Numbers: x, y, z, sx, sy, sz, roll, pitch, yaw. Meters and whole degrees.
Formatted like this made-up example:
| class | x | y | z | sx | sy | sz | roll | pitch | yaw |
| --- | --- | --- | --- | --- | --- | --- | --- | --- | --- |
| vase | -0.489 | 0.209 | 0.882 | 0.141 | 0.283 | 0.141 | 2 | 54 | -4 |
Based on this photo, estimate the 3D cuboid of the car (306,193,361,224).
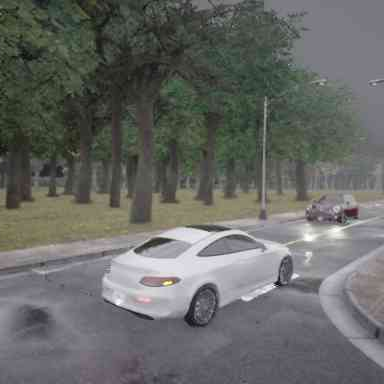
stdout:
| class | x | y | z | sx | sy | sz | roll | pitch | yaw |
| --- | --- | --- | --- | --- | --- | --- | --- | --- | --- |
| car | 8.880 | 0.925 | 20.813 | 2.097 | 1.767 | 4.553 | 2 | 2 | 42 |

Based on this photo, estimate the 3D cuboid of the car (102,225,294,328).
| class | x | y | z | sx | sy | sz | roll | pitch | yaw |
| --- | --- | --- | --- | --- | --- | --- | --- | --- | --- |
| car | 0.405 | 1.410 | 6.858 | 1.812 | 1.442 | 4.674 | 2 | 2 | 42 |
